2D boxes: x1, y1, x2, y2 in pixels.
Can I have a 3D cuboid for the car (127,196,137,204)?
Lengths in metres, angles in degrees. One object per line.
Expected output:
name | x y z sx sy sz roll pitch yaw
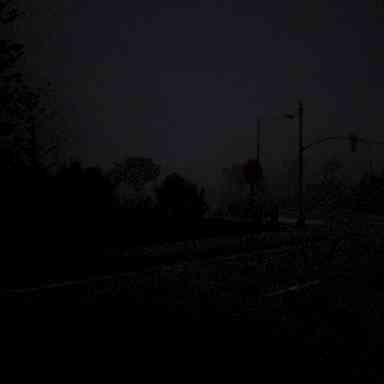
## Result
car | -8.465 1.358 51.032 1.994 1.385 4.181 0 1 -32

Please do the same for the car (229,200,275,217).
car | 5.273 1.440 29.304 2.128 1.511 4.902 0 0 -32
